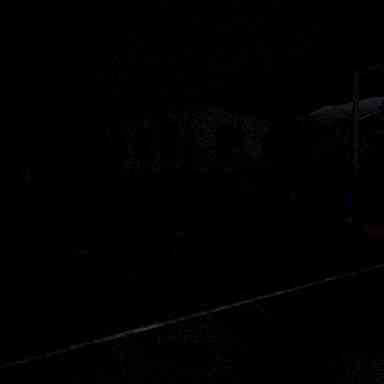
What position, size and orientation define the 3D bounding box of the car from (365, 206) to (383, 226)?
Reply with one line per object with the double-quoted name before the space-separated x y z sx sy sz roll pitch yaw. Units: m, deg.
"car" 13.795 1.507 21.490 1.812 1.442 4.674 0 0 -44
